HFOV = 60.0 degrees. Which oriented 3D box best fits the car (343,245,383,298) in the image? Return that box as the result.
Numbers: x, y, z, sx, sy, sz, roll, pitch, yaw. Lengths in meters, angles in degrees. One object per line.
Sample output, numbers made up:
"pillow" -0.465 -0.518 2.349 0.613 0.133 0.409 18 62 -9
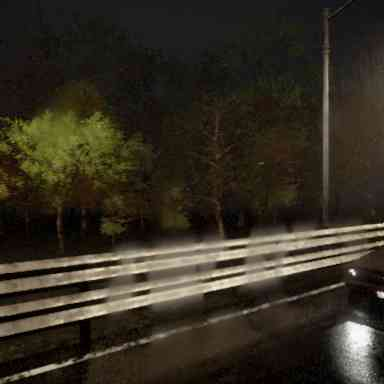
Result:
"car" 5.806 1.570 7.811 5.357 1.411 2.033 0 0 -35
